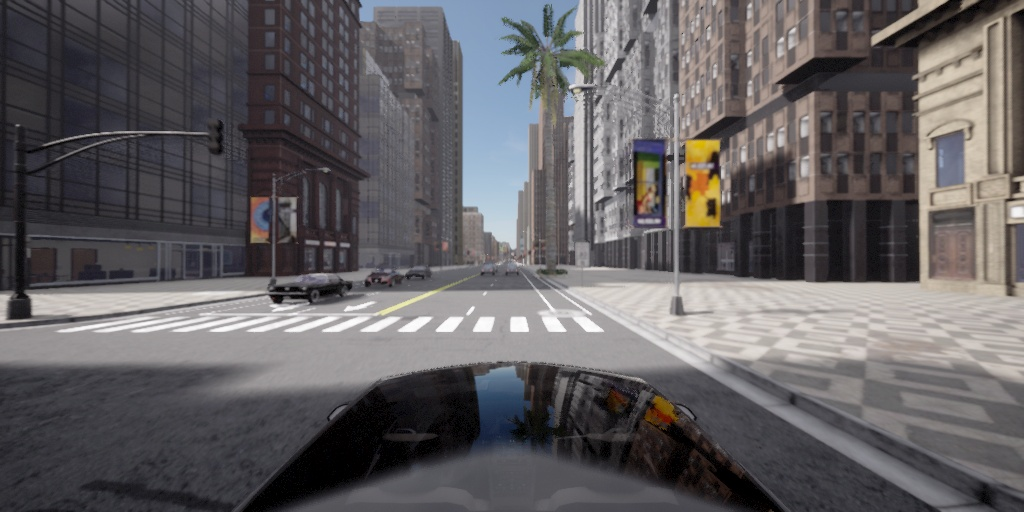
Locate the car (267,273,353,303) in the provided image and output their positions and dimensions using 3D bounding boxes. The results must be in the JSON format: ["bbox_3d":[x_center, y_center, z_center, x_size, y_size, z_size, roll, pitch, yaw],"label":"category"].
[{"bbox_3d":[-9.840,1.544,17.888,1.895,1.301,4.718,0,-1,0],"label":"car"}]

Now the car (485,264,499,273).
[{"bbox_3d":[-3.217,2.021,58.782,2.033,1.411,5.357,0,-1,0],"label":"car"}]

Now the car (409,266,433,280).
[{"bbox_3d":[-9.822,1.747,38.536,2.033,1.411,5.357,0,-1,0],"label":"car"}]

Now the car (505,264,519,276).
[{"bbox_3d":[0.027,1.877,48.358,2.033,1.411,5.357,0,-1,0],"label":"car"}]

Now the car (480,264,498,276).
[{"bbox_3d":[-3.223,1.878,48.360,2.033,1.411,5.357,0,-1,0],"label":"car"}]

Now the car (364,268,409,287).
[{"bbox_3d":[-9.841,1.629,27.925,1.994,1.385,4.181,0,-1,-1],"label":"car"}]
